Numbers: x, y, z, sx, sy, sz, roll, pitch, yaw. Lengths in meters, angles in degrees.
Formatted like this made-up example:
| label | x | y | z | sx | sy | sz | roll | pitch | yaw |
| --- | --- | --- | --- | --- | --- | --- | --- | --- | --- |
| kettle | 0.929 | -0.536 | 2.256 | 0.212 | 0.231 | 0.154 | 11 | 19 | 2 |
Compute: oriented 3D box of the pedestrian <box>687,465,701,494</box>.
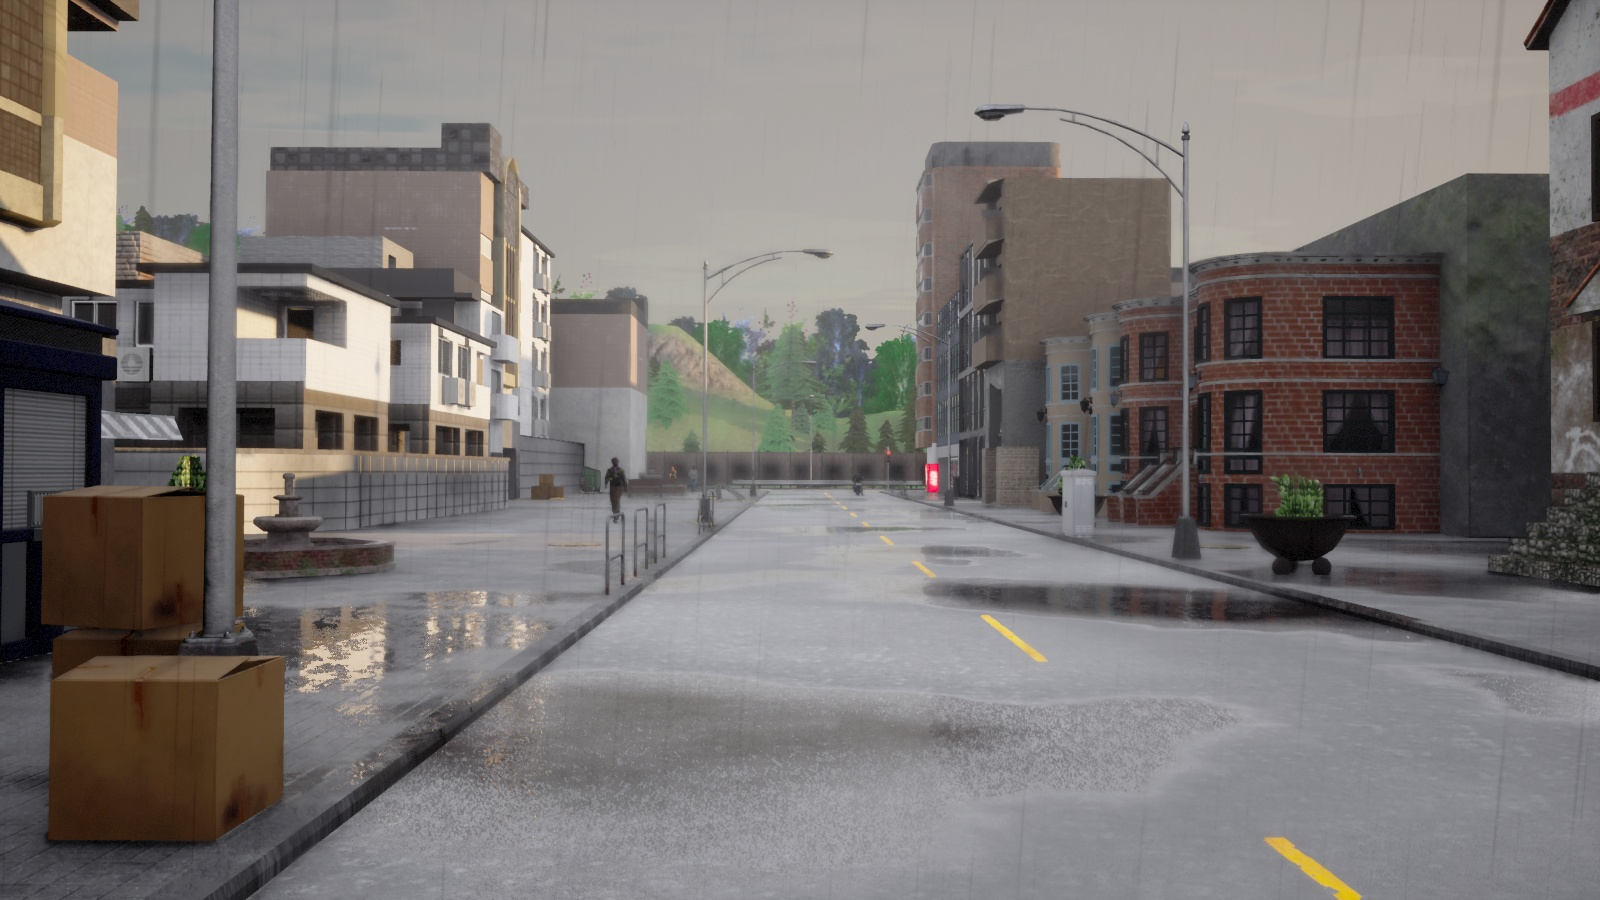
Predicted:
| label | x | y | z | sx | sy | sz | roll | pitch | yaw |
| --- | --- | --- | --- | --- | --- | --- | --- | --- | --- |
| pedestrian | -6.990 | 1.938 | 82.693 | 0.874 | 1.855 | 0.900 | 0 | -1 | -10 |
